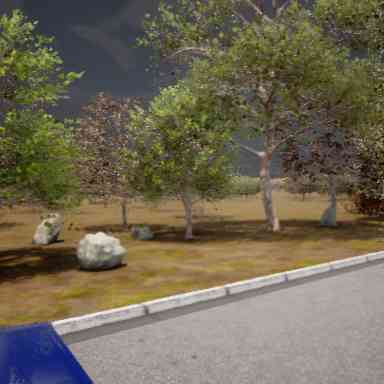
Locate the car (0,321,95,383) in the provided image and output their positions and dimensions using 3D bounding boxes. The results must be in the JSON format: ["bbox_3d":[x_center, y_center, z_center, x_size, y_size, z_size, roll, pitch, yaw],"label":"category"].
[{"bbox_3d":[-2.922,1.601,1.601,4.718,1.301,1.895,0,0,-36],"label":"car"}]
